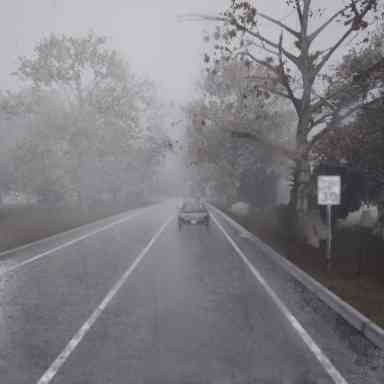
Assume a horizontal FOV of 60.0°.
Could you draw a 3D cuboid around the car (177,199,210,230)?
[{"bbox_3d":[0.101,1.401,20.582,2.128,1.511,4.902,0,0,0],"label":"car"}]
